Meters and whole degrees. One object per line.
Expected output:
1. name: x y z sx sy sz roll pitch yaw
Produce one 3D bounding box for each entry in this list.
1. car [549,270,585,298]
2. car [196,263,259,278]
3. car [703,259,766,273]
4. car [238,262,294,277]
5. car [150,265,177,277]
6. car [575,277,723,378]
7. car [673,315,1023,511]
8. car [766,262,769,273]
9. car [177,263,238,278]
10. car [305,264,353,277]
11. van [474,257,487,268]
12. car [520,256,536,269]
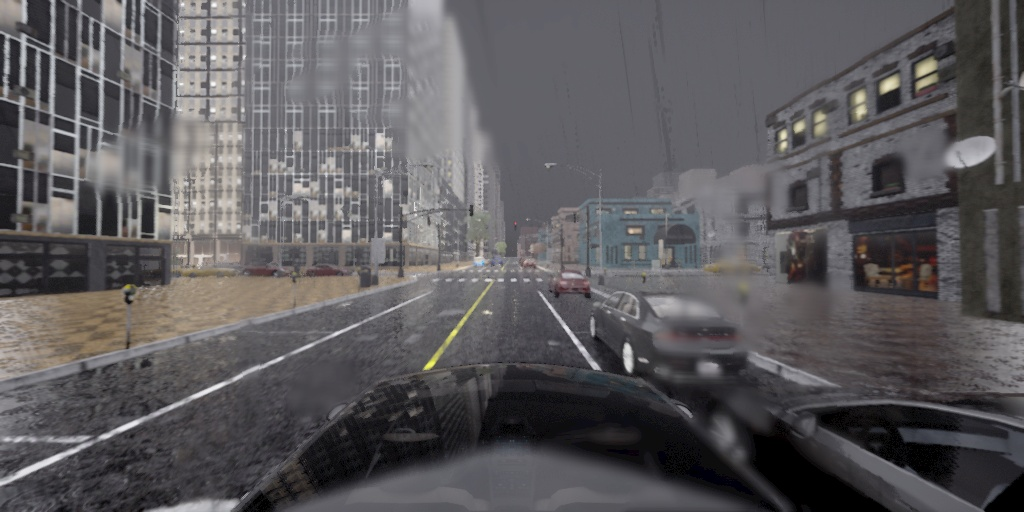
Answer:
1. car: 2.817 1.329 18.049 1.802 1.307 4.207 0 0 0
2. car: -29.255 1.473 36.991 4.902 1.511 2.128 0 -1 1
3. car: 20.692 0.984 33.805 4.829 1.417 1.751 0 0 1
4. car: -23.100 1.312 34.228 4.097 1.591 1.967 0 0 1
5. car: -40.237 1.704 42.774 4.829 1.417 1.751 0 0 1
6. car: 2.692 1.300 7.096 2.007 1.370 4.403 0 0 0
7. car: 2.692 1.316 1.618 1.948 1.339 4.313 0 0 0
8. car: 26.055 0.958 33.754 4.403 1.370 2.007 0 0 1
9. car: -28.613 1.452 34.282 4.829 1.417 1.751 0 0 1
10. car: -17.417 1.400 34.173 4.207 1.307 1.802 0 0 1
11. van: -5.686 1.067 61.647 1.690 1.789 3.998 0 0 0
12. car: 2.695 1.170 56.012 1.967 1.591 4.097 0 0 0
